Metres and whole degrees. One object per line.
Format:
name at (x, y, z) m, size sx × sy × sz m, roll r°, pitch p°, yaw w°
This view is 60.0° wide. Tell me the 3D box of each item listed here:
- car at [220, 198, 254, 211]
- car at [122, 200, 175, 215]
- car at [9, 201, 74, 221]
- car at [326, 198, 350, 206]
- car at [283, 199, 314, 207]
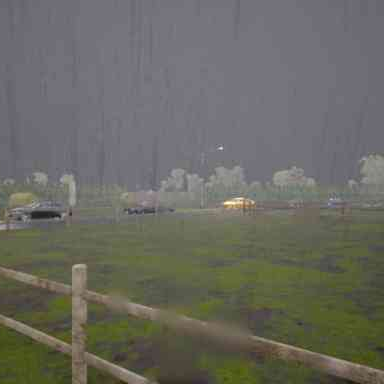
car at (5.730, 1.499, 41.739) m, size 5.008 × 1.535 × 1.882 m, roll 0°, pitch 0°, yaw -40°
car at (-4.188, 1.555, 33.120) m, size 5.357 × 1.411 × 2.033 m, roll 0°, pitch 0°, yaw -43°
car at (-11.672, 1.487, 25.904) m, size 2.128 × 1.511 × 4.902 m, roll 1°, pitch 0°, yaw 44°
car at (22.394, 1.586, 51.108) m, size 4.674 × 1.442 × 1.812 m, roll 0°, pitch 0°, yaw -36°
car at (14.478, 1.649, 45.084) m, size 4.718 × 1.301 × 1.895 m, roll 0°, pitch 0°, yaw -37°
